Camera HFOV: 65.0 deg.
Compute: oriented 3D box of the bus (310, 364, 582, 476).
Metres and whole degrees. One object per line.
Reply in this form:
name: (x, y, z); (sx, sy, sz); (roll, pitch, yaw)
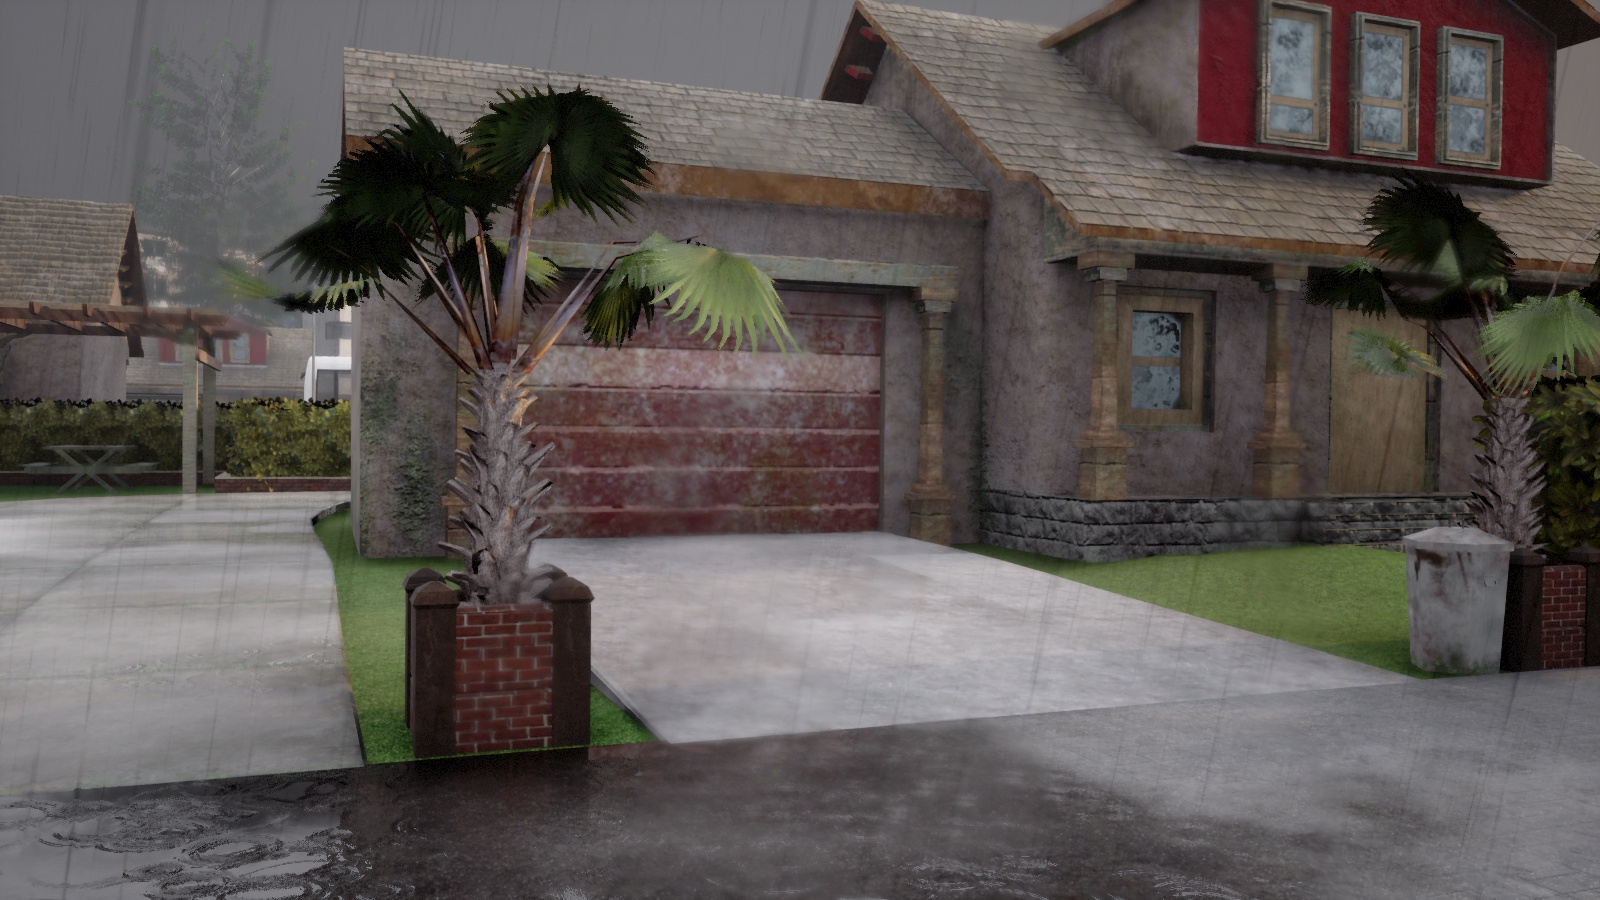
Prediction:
bus: (-14.427, -1.257, 51.274); (10.273, 4.253, 3.944); (-1, 1, -21)
